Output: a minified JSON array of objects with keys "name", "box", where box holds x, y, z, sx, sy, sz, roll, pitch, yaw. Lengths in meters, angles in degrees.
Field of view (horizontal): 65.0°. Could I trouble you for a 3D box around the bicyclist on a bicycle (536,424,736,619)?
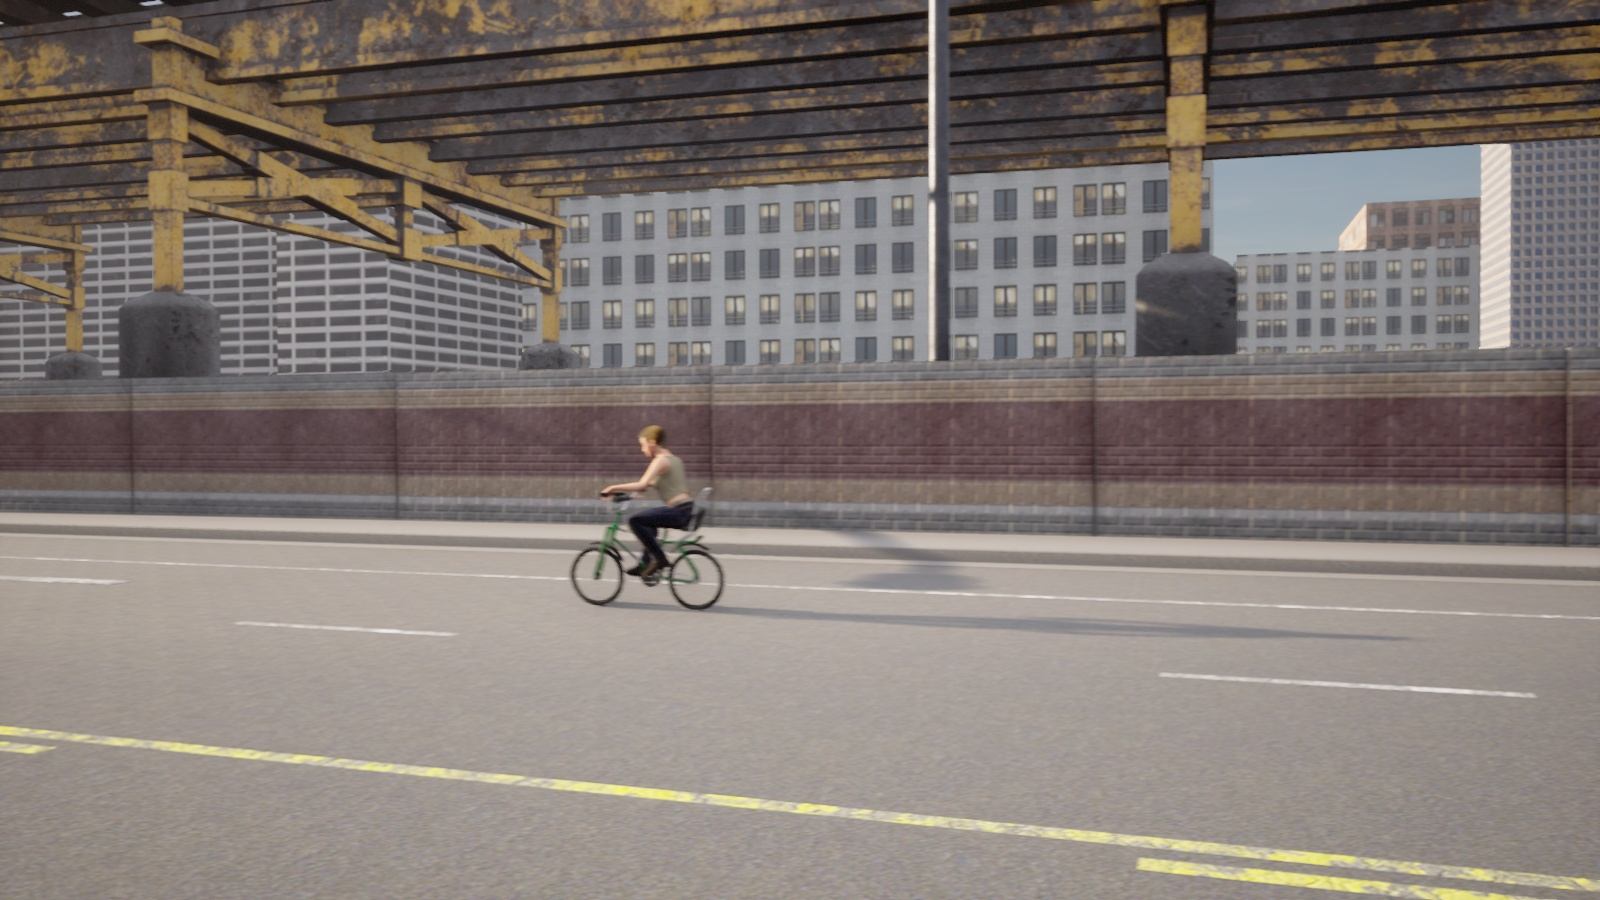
[{"name":"bicyclist on a bicycle","box":[-1.432,0.581,11.055,1.509,1.612,0.866,1,1,19]}]
